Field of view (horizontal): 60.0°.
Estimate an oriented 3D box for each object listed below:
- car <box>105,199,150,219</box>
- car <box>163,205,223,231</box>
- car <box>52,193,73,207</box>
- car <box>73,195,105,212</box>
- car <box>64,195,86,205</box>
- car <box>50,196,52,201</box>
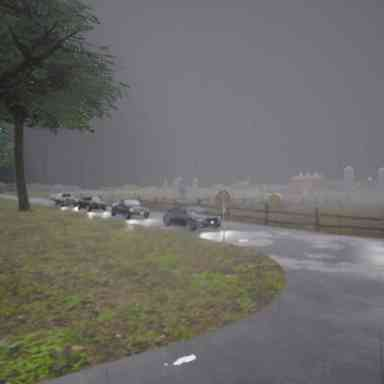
[{"bbox_3d":[-5.175,1.335,27.381,1.812,1.442,4.674,0,1,-35],"label":"car"},{"bbox_3d":[-0.035,1.497,20.179,1.994,1.385,4.181,0,1,-36],"label":"car"},{"bbox_3d":[-16.094,0.934,42.778,2.097,1.767,4.553,0,1,-35],"label":"car"},{"bbox_3d":[-10.546,1.169,34.925,1.882,1.535,5.008,0,1,-35],"label":"car"},{"bbox_3d":[-17.581,1.105,49.874,1.895,1.301,4.718,0,1,-35],"label":"car"},{"bbox_3d":[-23.344,0.967,57.984,1.994,1.385,4.181,0,1,-35],"label":"car"}]
